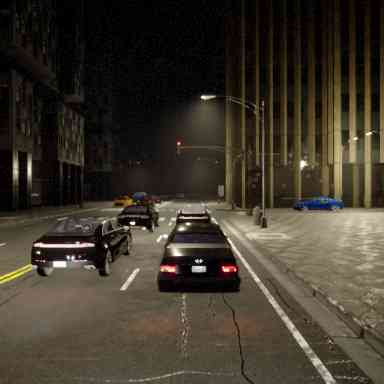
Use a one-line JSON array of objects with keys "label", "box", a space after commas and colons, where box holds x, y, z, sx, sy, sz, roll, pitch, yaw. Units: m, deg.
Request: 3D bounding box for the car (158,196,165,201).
[{"label": "car", "box": [-6.292, 1.441, 56.813, 1.994, 1.385, 4.181, 0, 0, 0]}]

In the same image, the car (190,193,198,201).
[{"label": "car", "box": [0.400, 1.288, 77.124, 1.837, 1.490, 4.892, 0, 0, 0]}]

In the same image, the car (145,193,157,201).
[{"label": "car", "box": [-9.357, 1.157, 75.864, 2.097, 1.767, 4.553, 0, 0, 0]}]

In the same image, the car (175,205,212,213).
[{"label": "car", "box": [0.095, 1.475, 18.724, 2.128, 1.511, 4.902, 0, 0, 0]}]

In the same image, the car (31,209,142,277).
[{"label": "car", "box": [-3.099, 1.486, 10.255, 2.128, 1.511, 4.902, 0, 0, 0]}]

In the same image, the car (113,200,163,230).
[{"label": "car", "box": [-3.052, 1.459, 19.631, 1.882, 1.535, 5.008, 0, 0, 0]}]

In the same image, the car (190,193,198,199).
[{"label": "car", "box": [0.454, 1.114, 87.546, 2.128, 1.511, 4.902, 0, 0, 0]}]

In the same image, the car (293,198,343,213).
[{"label": "car", "box": [13.228, 1.366, 35.072, 5.008, 1.535, 1.882, 0, 0, 1]}]

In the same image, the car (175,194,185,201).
[{"label": "car", "box": [-2.850, 1.313, 77.142, 2.128, 1.511, 4.902, 0, 0, 0]}]

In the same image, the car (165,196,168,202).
[{"label": "car", "box": [-6.133, 1.415, 71.158, 1.895, 1.301, 4.718, 0, 0, 0]}]

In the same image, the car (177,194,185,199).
[{"label": "car", "box": [-2.795, 1.184, 87.594, 1.895, 1.301, 4.718, 0, 0, 0]}]

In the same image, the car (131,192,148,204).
[{"label": "car", "box": [-9.505, 1.083, 60.506, 2.150, 2.045, 5.566, 0, 0, 1]}]

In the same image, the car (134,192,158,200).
[{"label": "car", "box": [-6.332, 1.269, 45.991, 2.097, 1.767, 4.553, 0, 0, -1]}]

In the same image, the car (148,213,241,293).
[{"label": "car", "box": [0.145, 1.544, 8.980, 2.033, 1.411, 5.357, 0, 0, 0]}]

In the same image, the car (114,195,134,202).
[{"label": "car", "box": [-9.608, 1.393, 46.546, 1.882, 1.535, 5.008, 0, 0, 0]}]
